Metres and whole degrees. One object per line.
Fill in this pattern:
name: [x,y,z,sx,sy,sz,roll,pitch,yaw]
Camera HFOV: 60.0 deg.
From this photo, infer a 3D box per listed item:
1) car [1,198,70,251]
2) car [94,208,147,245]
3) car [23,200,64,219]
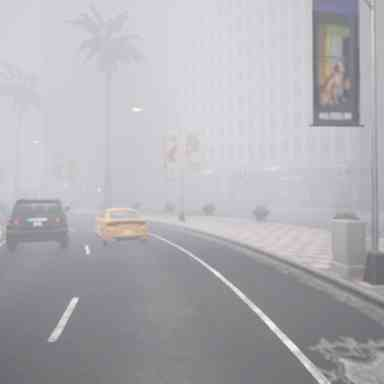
car: [-6.629,1.258,14.596,2.150,2.045,5.566,0,0,-22]
car: [-3.495,1.489,15.830,1.882,1.535,5.008,0,0,-21]
car: [-13.915,1.554,30.995,1.882,1.535,5.008,0,0,-45]
